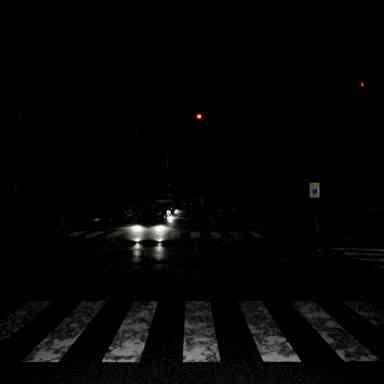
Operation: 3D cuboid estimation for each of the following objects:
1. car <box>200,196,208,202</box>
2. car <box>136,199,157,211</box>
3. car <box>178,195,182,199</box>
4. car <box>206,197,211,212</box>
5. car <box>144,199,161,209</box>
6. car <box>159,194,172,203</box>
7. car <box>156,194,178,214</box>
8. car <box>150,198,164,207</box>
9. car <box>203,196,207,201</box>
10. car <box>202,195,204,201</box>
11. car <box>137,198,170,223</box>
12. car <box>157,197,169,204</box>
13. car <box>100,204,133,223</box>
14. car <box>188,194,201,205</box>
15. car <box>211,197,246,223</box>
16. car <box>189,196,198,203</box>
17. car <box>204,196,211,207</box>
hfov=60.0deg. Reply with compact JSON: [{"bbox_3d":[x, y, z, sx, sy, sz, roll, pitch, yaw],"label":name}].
[{"bbox_3d":[2.682,1.573,75.896,1.837,1.490,4.892,0,0,0],"label":"car"},{"bbox_3d":[-5.585,1.579,41.638,2.008,1.369,4.403,0,0,0],"label":"car"},{"bbox_3d":[-2.892,1.525,46.180,2.128,1.511,4.902,0,0,0],"label":"car"},{"bbox_3d":[2.916,1.588,36.152,1.947,1.339,4.313,0,0,0],"label":"car"},{"bbox_3d":[-5.561,1.616,47.095,1.802,1.307,4.206,0,0,0],"label":"car"},{"bbox_3d":[-5.466,1.374,68.923,2.192,1.841,5.009,0,0,0],"label":"car"},{"bbox_3d":[-2.946,1.243,35.736,2.150,2.045,5.566,0,0,0],"label":"car"},{"bbox_3d":[-5.537,1.622,52.552,1.802,1.307,4.206,0,0,0],"label":"car"},{"bbox_3d":[2.964,1.585,47.065,2.008,1.369,4.403,0,0,0],"label":"car"},{"bbox_3d":[2.988,1.481,52.521,1.967,1.590,4.097,0,0,0],"label":"car"},{"bbox_3d":[-2.992,1.489,25.670,1.882,1.535,5.008,0,0,0],"label":"car"},{"bbox_3d":[-5.490,1.634,63.466,1.802,1.307,4.206,0,0,0],"label":"car"},{"bbox_3d":[-5.656,1.576,25.267,1.947,1.339,4.313,0,0,0],"label":"car"},{"bbox_3d":[0.350,1.612,59.270,1.994,1.385,4.181,0,0,1],"label":"car"},{"bbox_3d":[2.869,1.326,25.239,2.192,1.841,5.009,0,0,0],"label":"car"},{"bbox_3d":[0.394,1.585,69.255,1.812,1.442,4.674,0,0,0],"label":"car"},{"bbox_3d":[2.940,1.579,41.608,2.008,1.369,4.403,0,0,0],"label":"car"}]
